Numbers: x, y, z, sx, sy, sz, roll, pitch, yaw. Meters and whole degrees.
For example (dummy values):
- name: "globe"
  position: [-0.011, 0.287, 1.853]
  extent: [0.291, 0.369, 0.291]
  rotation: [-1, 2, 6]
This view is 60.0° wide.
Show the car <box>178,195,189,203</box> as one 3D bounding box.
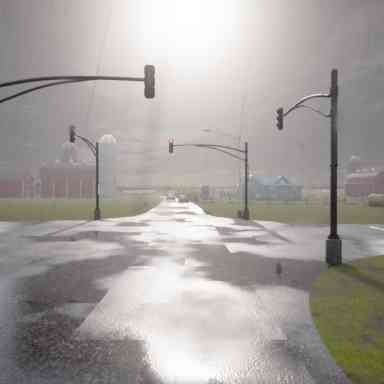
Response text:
- name: "car"
  position: [-1.721, 1.624, 69.967]
  extent: [1.895, 1.301, 4.718]
  rotation: [0, 0, -3]

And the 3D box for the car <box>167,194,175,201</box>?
- name: "car"
  position: [-4.708, 1.182, 73.967]
  extent: [1.812, 1.442, 4.674]
  rotation: [0, 0, -3]

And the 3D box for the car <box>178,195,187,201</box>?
- name: "car"
  position: [-2.332, 1.464, 79.951]
  extent: [1.837, 1.490, 4.892]
  rotation: [0, 0, -4]
